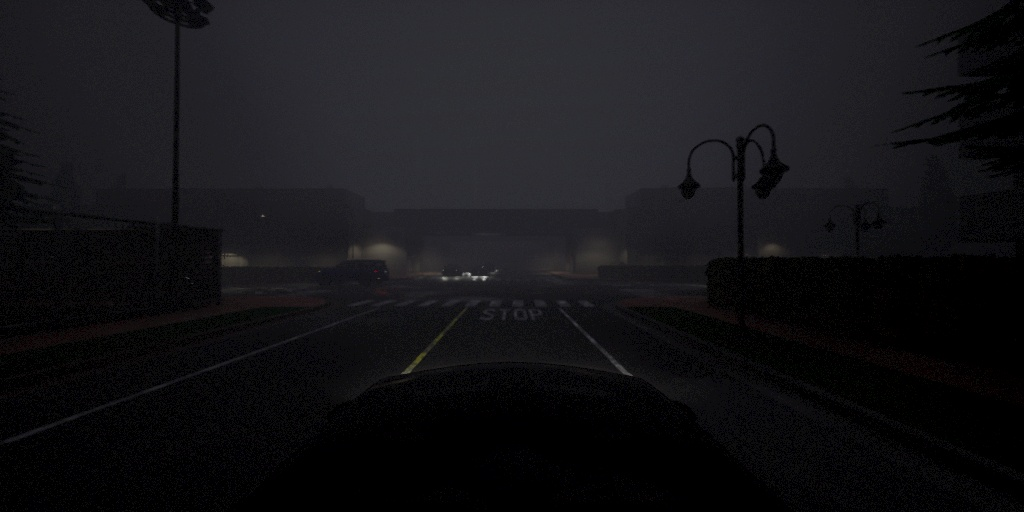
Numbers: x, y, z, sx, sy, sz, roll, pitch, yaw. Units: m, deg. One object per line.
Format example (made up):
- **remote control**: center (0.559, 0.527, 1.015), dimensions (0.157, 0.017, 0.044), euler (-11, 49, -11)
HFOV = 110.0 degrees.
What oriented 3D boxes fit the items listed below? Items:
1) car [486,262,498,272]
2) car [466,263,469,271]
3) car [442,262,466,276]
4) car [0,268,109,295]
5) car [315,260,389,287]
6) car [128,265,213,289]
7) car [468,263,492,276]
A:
- **car**: center (-4.143, 1.915, 63.021), dimensions (2.097, 1.767, 4.553), euler (0, -1, 1)
- **car**: center (-7.651, 2.039, 61.794), dimensions (2.128, 1.511, 4.902), euler (0, -1, 0)
- **car**: center (-7.700, 1.702, 46.584), dimensions (2.097, 1.767, 4.553), euler (0, -1, 0)
- **car**: center (-27.320, 1.502, 21.541), dimensions (5.008, 1.535, 1.882), euler (0, -1, 1)
- **car**: center (-12.642, 1.337, 28.563), dimensions (5.566, 2.045, 2.150), euler (0, -1, 6)
- **car**: center (-23.669, 1.421, 25.008), dimensions (4.553, 1.767, 2.097), euler (0, -1, 1)
- **car**: center (-4.192, 1.924, 47.358), dimensions (1.994, 1.385, 4.181), euler (0, -1, 1)
